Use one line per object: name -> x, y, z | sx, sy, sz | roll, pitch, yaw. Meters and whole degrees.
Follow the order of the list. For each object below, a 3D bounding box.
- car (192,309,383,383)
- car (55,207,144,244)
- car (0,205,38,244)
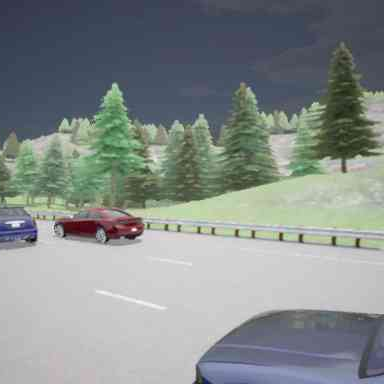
car -> 2.559, 1.548, 2.171 | 5.357, 1.411, 2.033 | 0, 0, 35
car -> -4.512, 1.477, 15.805 | 5.008, 1.535, 1.882 | 0, 0, 35
car -> -8.786, 1.351, 14.556 | 4.553, 1.767, 2.097 | 0, 0, 35
